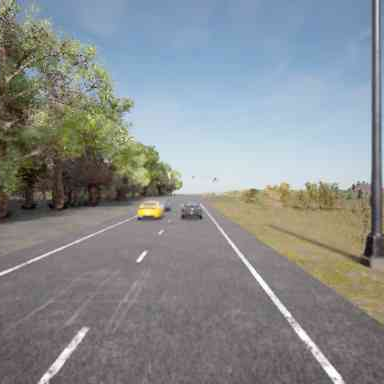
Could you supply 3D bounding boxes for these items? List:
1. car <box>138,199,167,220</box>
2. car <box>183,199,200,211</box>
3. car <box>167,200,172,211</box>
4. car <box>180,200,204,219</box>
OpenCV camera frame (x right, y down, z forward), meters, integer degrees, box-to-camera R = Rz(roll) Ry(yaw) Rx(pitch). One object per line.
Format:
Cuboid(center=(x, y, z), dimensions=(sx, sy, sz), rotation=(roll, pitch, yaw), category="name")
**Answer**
Cuboid(center=(-3.512, 1.519, 29.014), dimensions=(1.882, 1.535, 5.008), rotation=(0, 0, 0), category="car")
Cuboid(center=(0.004, 1.620, 41.681), dimensions=(1.994, 1.385, 4.181), rotation=(0, 0, 1), category="car")
Cuboid(center=(-3.506, 1.602, 40.622), dimensions=(2.033, 1.411, 5.357), rotation=(0, 0, 0), category="car")
Cuboid(center=(-0.012, 1.534, 29.399), dimensions=(2.128, 1.511, 4.902), rotation=(0, 0, 0), category="car")
